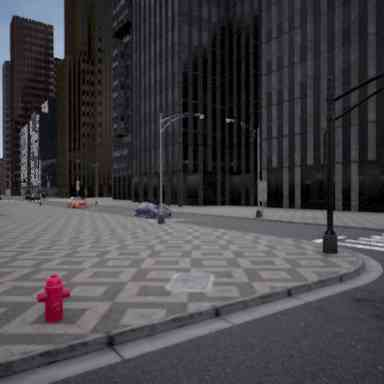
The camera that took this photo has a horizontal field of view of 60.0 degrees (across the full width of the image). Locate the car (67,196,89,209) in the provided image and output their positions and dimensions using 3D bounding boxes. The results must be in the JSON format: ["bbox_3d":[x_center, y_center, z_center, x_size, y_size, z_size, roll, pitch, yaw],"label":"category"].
[{"bbox_3d":[-16.504,1.464,48.220,2.097,1.767,4.553,0,0,-35],"label":"car"}]

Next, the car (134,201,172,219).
[{"bbox_3d":[-3.585,1.579,29.762,1.812,1.442,4.674,0,0,-35],"label":"car"}]
